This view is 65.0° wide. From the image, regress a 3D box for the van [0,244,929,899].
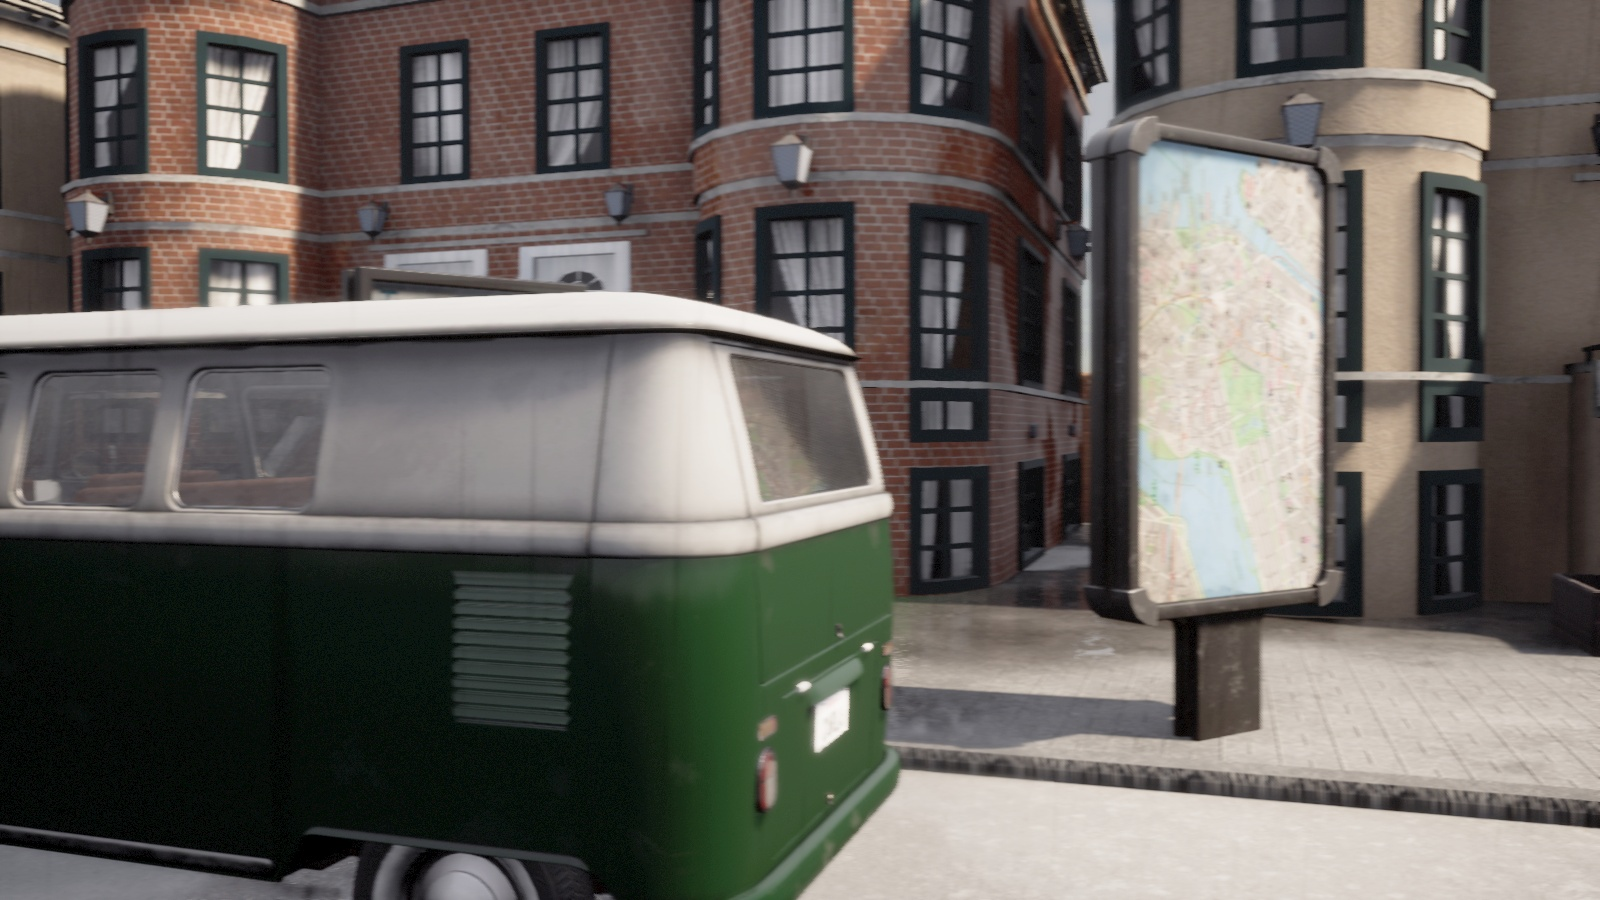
[{"bbox_3d":[-1.930,0.502,4.367,4.442,1.987,1.775,1,1,19],"label":"van"}]
